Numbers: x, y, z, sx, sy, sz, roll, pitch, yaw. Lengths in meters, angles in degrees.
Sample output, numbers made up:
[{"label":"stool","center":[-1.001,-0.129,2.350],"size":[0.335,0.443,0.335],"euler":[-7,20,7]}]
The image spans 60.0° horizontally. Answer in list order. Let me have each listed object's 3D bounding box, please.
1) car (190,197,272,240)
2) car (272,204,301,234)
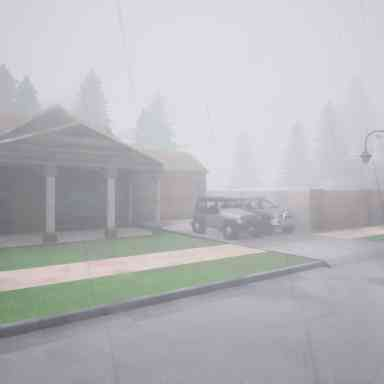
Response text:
[{"label":"car","center":[1.573,1.177,15.956],"size":[1.905,1.878,3.866],"euler":[0,0,-36]},{"label":"car","center":[3.393,1.175,17.734],"size":[1.932,1.855,4.605],"euler":[0,0,-36]}]
